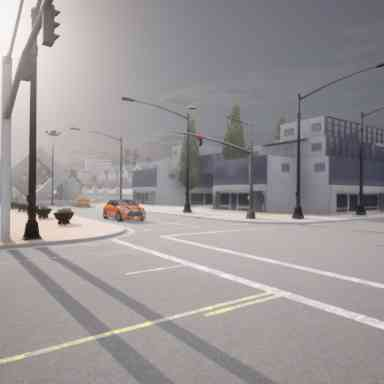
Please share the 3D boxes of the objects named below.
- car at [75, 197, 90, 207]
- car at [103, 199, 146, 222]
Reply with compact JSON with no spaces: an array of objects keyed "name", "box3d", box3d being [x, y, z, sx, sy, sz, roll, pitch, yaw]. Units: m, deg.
[{"name":"car","box3d":[-16.820,1.504,51.028,1.882,1.535,5.008,1,0,-21]},{"name":"car","box3d":[-5.472,1.354,26.686,2.097,1.767,4.553,1,0,-35]}]
